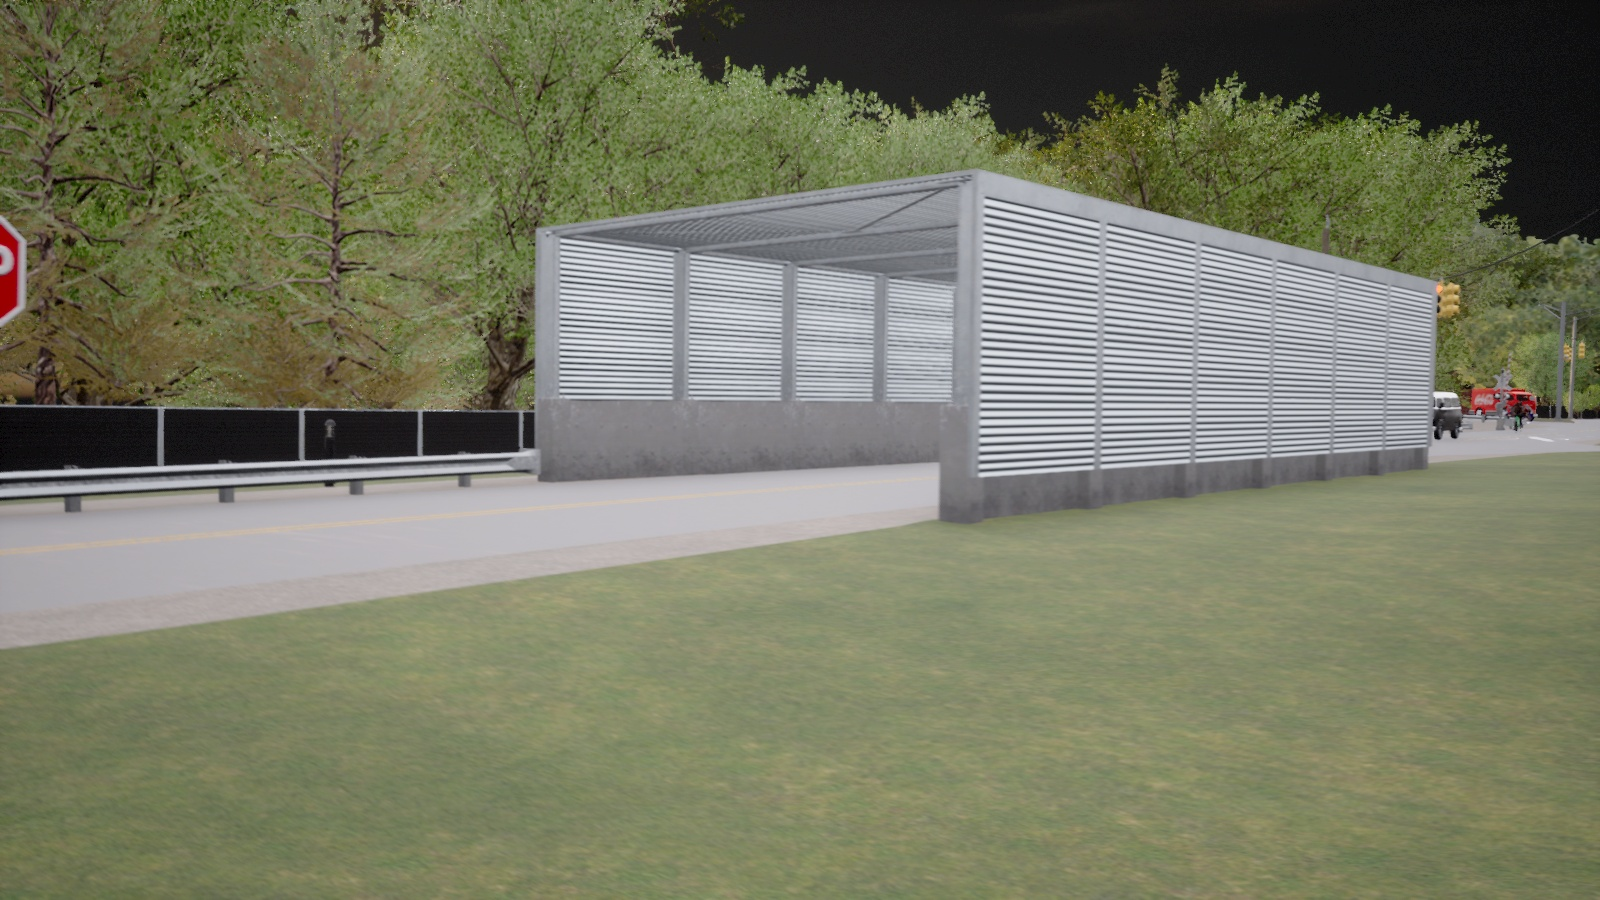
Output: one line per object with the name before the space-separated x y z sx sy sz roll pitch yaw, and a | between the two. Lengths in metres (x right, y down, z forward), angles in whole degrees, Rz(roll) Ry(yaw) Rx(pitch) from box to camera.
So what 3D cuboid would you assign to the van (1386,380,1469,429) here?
van | 27.083 -1.982 54.156 2.069 2.038 4.480 2 3 42
